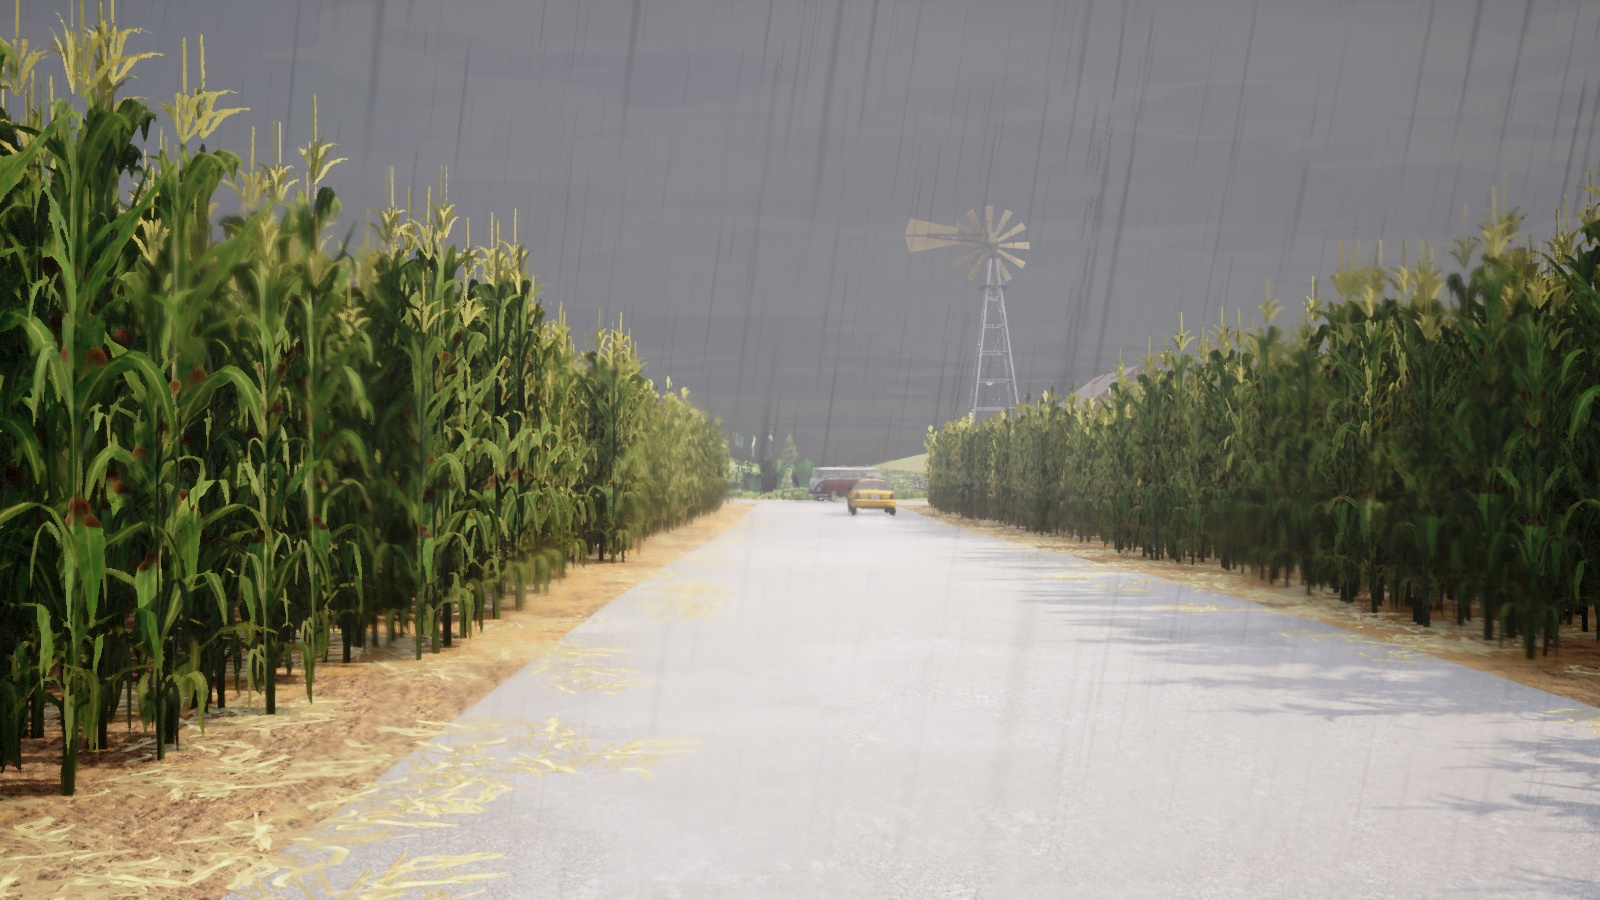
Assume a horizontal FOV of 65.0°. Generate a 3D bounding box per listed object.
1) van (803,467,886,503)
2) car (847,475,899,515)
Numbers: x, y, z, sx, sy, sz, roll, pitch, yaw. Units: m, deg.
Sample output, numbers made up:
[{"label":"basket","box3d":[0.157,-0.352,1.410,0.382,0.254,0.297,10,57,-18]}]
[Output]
[{"label":"van","box3d":[2.537,1.953,71.310,4.442,1.987,1.775,0,-1,-32]},{"label":"car","box3d":[2.985,1.833,52.245,1.801,1.575,5.366,0,-1,0]}]
